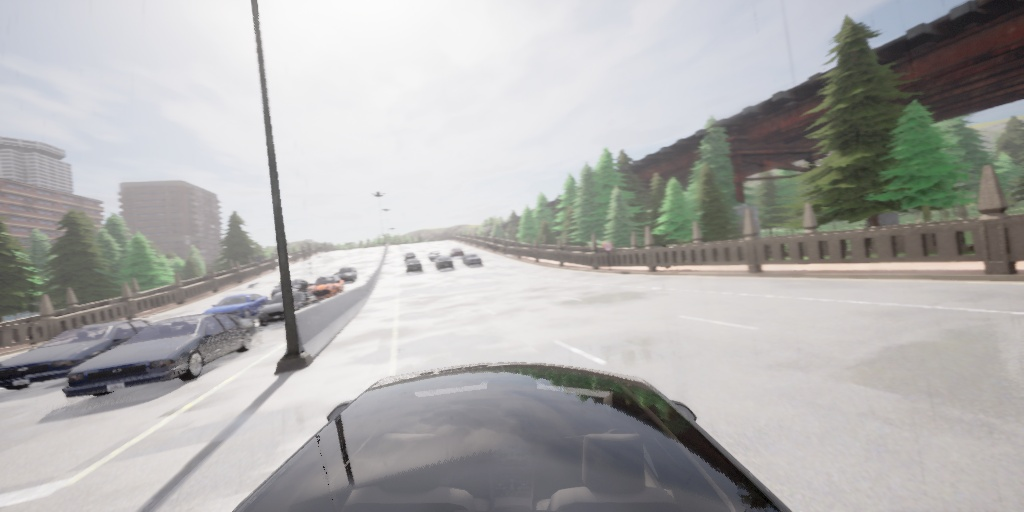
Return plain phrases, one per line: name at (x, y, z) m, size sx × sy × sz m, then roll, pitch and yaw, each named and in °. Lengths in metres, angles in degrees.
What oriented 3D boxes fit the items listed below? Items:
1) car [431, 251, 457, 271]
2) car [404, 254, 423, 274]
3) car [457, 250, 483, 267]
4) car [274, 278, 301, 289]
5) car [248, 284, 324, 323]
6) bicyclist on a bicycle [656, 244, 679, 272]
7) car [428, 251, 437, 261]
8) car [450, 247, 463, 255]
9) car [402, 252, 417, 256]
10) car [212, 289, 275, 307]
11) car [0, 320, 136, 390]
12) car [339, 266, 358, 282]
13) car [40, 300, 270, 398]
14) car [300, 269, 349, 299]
car at (-8.210, 0.719, 43.238) m, size 1.882 × 1.535 × 5.008 m, roll -7°, pitch 7°, yaw -17°
car at (-11.711, 1.053, 42.765) m, size 1.882 × 1.535 × 5.008 m, roll -6°, pitch 7°, yaw -17°
car at (-5.017, 0.378, 44.668) m, size 2.033 × 1.411 × 5.357 m, roll -7°, pitch 7°, yaw -17°
car at (-19.110, 2.776, 30.974) m, size 1.882 × 1.535 × 5.008 m, roll -6°, pitch 4°, yaw -17°
car at (-11.710, 2.623, 18.995) m, size 1.837 × 1.490 × 4.892 m, roll -7°, pitch 1°, yaw -17°
bicyclist on a bicycle at (9.206, 0.099, 21.250) m, size 1.656 × 1.620 × 0.582 m, roll -4°, pitch -1°, yaw -17°
car at (-11.584, -0.099, 53.818) m, size 1.895 × 1.301 × 4.718 m, roll -7°, pitch 7°, yaw -17°
car at (-8.424, -0.568, 55.079) m, size 1.812 × 1.442 × 4.674 m, roll -6°, pitch 7°, yaw -17°
car at (-15.067, 0.149, 53.210) m, size 1.837 × 1.490 × 4.892 m, roll -7°, pitch 7°, yaw -17°
car at (-15.989, 2.997, 21.008) m, size 1.882 × 1.535 × 5.008 m, roll -7°, pitch 2°, yaw -17°
car at (-12.989, 2.847, 11.420) m, size 2.033 × 1.411 × 5.357 m, roll -7°, pitch 0°, yaw -17°
car at (-17.966, 1.986, 39.005) m, size 1.837 × 1.490 × 4.892 m, roll -7°, pitch 7°, yaw -17°
car at (-8.837, 2.358, 9.787) m, size 2.033 × 1.411 × 5.357 m, roll -7°, pitch 0°, yaw -17°
car at (-14.665, 2.407, 28.374) m, size 2.097 × 1.767 × 4.553 m, roll -7°, pitch 4°, yaw -17°
